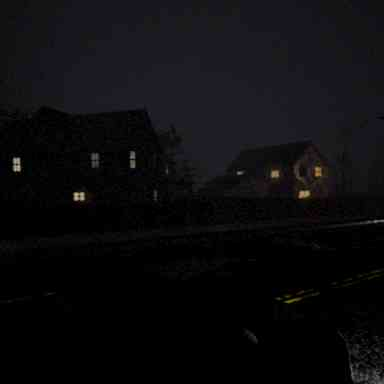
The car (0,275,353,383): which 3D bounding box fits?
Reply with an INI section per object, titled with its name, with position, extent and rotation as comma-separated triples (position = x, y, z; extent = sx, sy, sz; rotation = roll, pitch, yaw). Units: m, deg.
[car]
position = -0.325, 1.565, 3.205
extent = 4.181, 1.385, 1.994
rotation = 0, 0, -35
